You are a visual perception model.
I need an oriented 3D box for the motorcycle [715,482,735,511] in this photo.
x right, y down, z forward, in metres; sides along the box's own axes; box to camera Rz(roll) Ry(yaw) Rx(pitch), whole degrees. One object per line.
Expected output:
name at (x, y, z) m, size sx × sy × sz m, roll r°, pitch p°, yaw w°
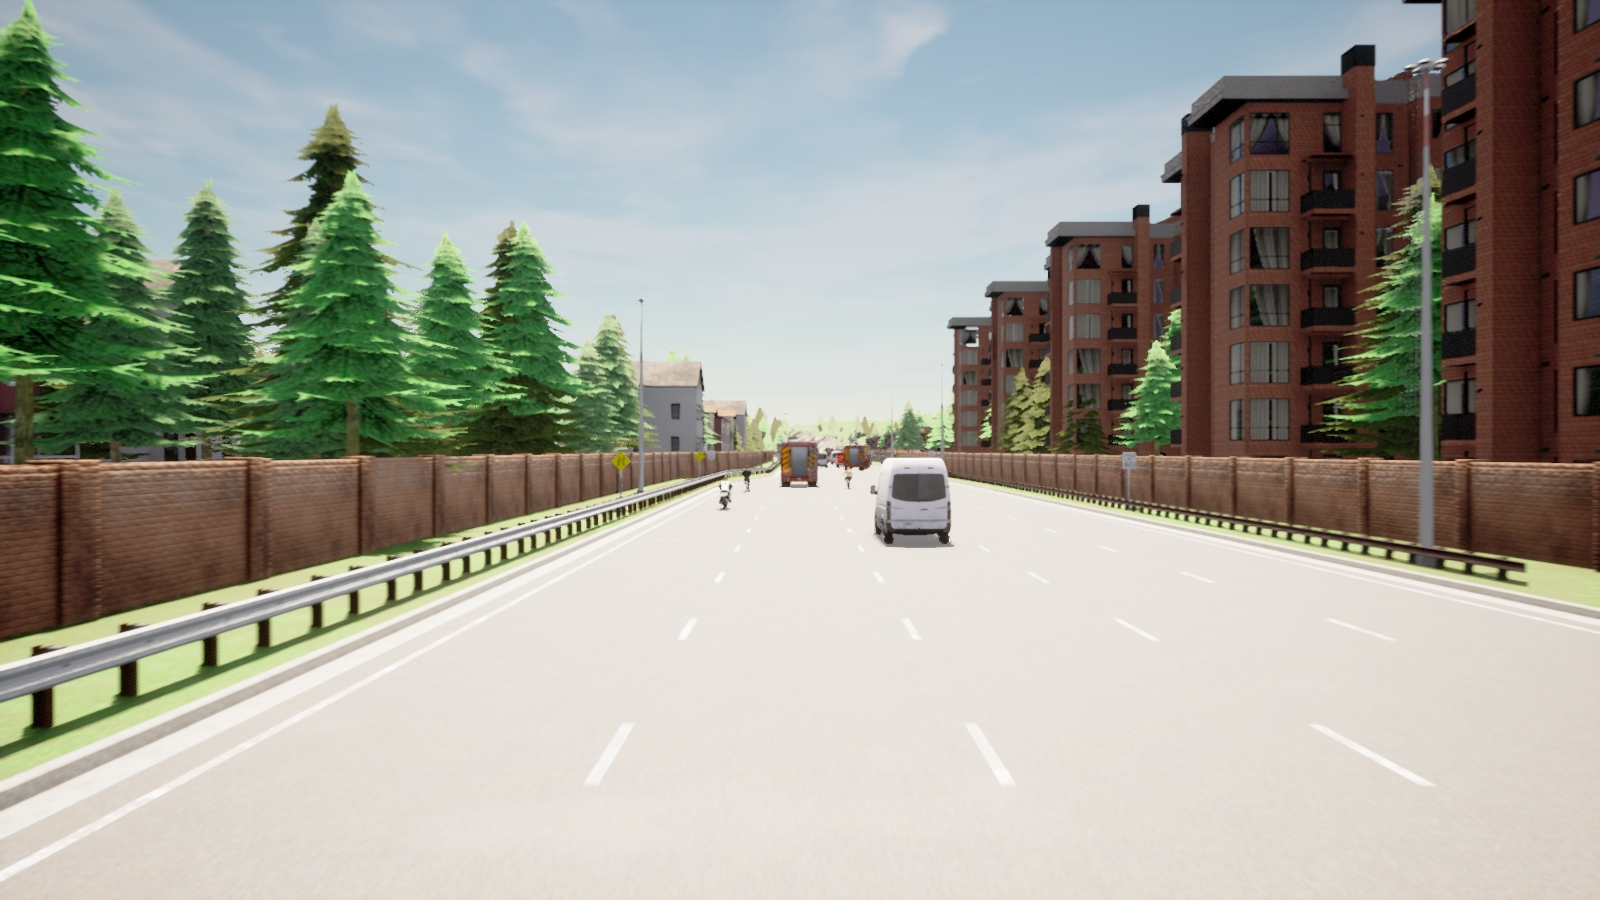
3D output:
motorcycle at (-3.534, 2.187, 54.070) m, size 0.803 × 1.199 × 2.033 m, roll 0°, pitch 2°, yaw 0°

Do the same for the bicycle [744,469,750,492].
bicycle at (-3.565, 2.056, 76.666) m, size 0.329 × 1.471 × 1.835 m, roll 0°, pitch 0°, yaw 0°

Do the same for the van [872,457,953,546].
van at (3.471, 1.532, 36.279) m, size 1.988 × 2.561 × 5.915 m, roll 0°, pitch 0°, yaw 0°
